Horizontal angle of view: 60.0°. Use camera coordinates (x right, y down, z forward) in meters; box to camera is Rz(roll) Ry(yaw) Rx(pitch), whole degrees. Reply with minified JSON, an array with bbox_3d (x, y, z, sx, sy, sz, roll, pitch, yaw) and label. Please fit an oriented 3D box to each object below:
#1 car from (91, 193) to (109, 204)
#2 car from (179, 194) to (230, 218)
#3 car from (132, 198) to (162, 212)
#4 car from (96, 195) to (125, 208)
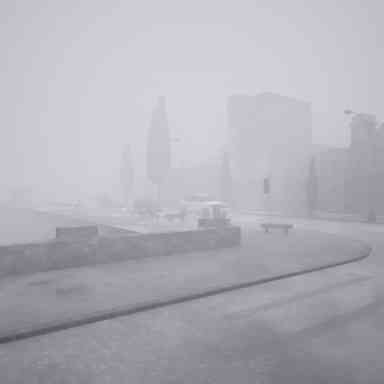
[{"bbox_3d":[-17.205,1.221,62.571,2.150,2.045,5.566,0,0,-36],"label":"car"},{"bbox_3d":[0.968,1.223,29.908,2.150,2.045,5.566,0,0,-35],"label":"car"},{"bbox_3d":[-5.338,1.505,38.743,1.837,1.490,4.892,0,0,-36],"label":"car"},{"bbox_3d":[-11.372,1.547,47.228,2.033,1.411,5.357,0,0,-36],"label":"car"}]
